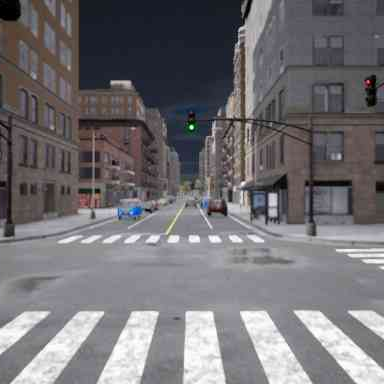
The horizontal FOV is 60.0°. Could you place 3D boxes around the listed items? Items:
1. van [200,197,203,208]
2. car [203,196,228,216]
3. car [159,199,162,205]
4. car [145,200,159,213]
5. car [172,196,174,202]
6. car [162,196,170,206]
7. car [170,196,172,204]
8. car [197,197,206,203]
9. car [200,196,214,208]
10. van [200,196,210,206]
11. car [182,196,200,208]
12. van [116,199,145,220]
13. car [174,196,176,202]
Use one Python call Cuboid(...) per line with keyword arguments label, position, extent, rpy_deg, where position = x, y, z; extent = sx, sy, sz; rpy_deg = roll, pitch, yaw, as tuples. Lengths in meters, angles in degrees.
Cuboid(label="van", position=(2.514, 1.664, 51.160), extent=(1.690, 1.788, 3.998), rpy_deg=(0, 0, 0))
Cuboid(label="car", position=(2.586, 1.537, 34.942), extent=(2.192, 1.841, 5.009), rpy_deg=(0, 0, 0))
Cuboid(label="car", position=(-5.560, 1.834, 45.723), extent=(1.887, 1.381, 4.507), rpy_deg=(0, 0, 0))
Cuboid(label="car", position=(-5.543, 1.821, 40.317), extent=(1.947, 1.339, 4.313), rpy_deg=(0, 0, 0))
Cuboid(label="car", position=(-5.648, 2.023, 72.754), extent=(1.947, 1.339, 4.313), rpy_deg=(0, 0, 0))
Cuboid(label="car", position=(-5.612, 1.915, 61.773), extent=(1.752, 1.417, 4.829), rpy_deg=(0, 0, 0))
Cuboid(label="car", position=(-5.630, 1.975, 67.347), extent=(2.008, 1.369, 4.403), rpy_deg=(0, 0, 0))
Cuboid(label="car", position=(2.370, 1.965, 83.596), extent=(1.967, 1.590, 4.097), rpy_deg=(0, 0, 0))
Cuboid(label="car", position=(2.490, 1.672, 56.567), extent=(2.192, 1.841, 5.009), rpy_deg=(0, 0, 0))
Cuboid(label="van", position=(2.466, 1.731, 61.973), extent=(1.690, 1.788, 3.998), rpy_deg=(0, 0, 0))
Cuboid(label="car", position=(-0.136, 1.836, 54.642), extent=(2.128, 1.511, 4.902), rpy_deg=(0, 0, 1))
Cuboid(label="van", position=(-5.508, 1.529, 29.506), extent=(1.690, 1.788, 3.998), rpy_deg=(0, 0, 0))
Cuboid(label="car", position=(-5.666, 1.806, 78.161), extent=(2.192, 1.841, 5.009), rpy_deg=(0, 0, 0))
